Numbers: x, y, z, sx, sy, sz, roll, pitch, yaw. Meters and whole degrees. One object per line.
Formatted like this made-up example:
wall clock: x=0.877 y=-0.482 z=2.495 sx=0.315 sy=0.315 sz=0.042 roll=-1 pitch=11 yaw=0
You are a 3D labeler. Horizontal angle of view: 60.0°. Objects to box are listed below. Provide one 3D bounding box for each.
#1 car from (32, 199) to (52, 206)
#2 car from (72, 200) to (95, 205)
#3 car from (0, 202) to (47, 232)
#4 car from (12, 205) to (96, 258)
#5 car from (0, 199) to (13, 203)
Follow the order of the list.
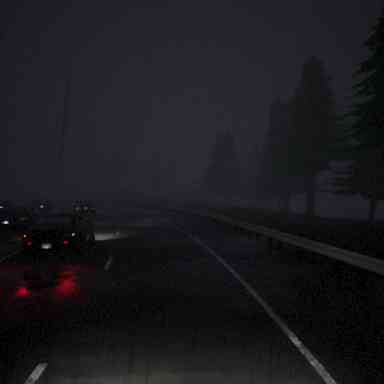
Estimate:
car: x=-15.459 y=1.404 z=34.201 sx=1.994 sy=1.385 sz=4.181 roll=0 pitch=0 yaw=-25
car: x=-9.760 y=1.391 z=30.055 sx=2.033 sy=1.411 sz=5.357 roll=0 pitch=0 yaw=-21
car: x=-9.689 y=1.482 z=18.509 sx=1.994 sy=1.385 sz=4.181 roll=0 pitch=0 yaw=-13
car: x=-4.842 y=1.463 z=12.490 sx=1.812 sy=1.442 sz=4.674 roll=0 pitch=1 yaw=-9
car: x=-18.952 y=1.423 z=33.411 sx=1.994 sy=1.385 sz=4.181 roll=0 pitch=0 yaw=-26
